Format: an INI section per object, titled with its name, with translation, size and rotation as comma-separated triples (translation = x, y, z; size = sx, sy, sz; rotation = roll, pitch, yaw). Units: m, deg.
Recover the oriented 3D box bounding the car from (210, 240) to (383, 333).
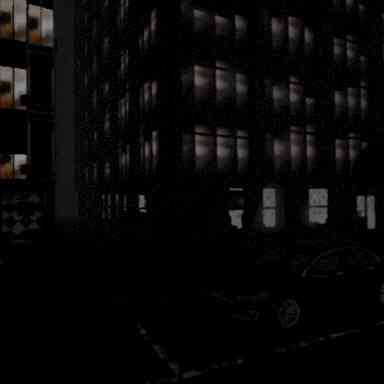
[car]
translation = 2.463, 1.726, 6.934
size = 4.403, 1.369, 2.008
rotation = 0, -2, -27
